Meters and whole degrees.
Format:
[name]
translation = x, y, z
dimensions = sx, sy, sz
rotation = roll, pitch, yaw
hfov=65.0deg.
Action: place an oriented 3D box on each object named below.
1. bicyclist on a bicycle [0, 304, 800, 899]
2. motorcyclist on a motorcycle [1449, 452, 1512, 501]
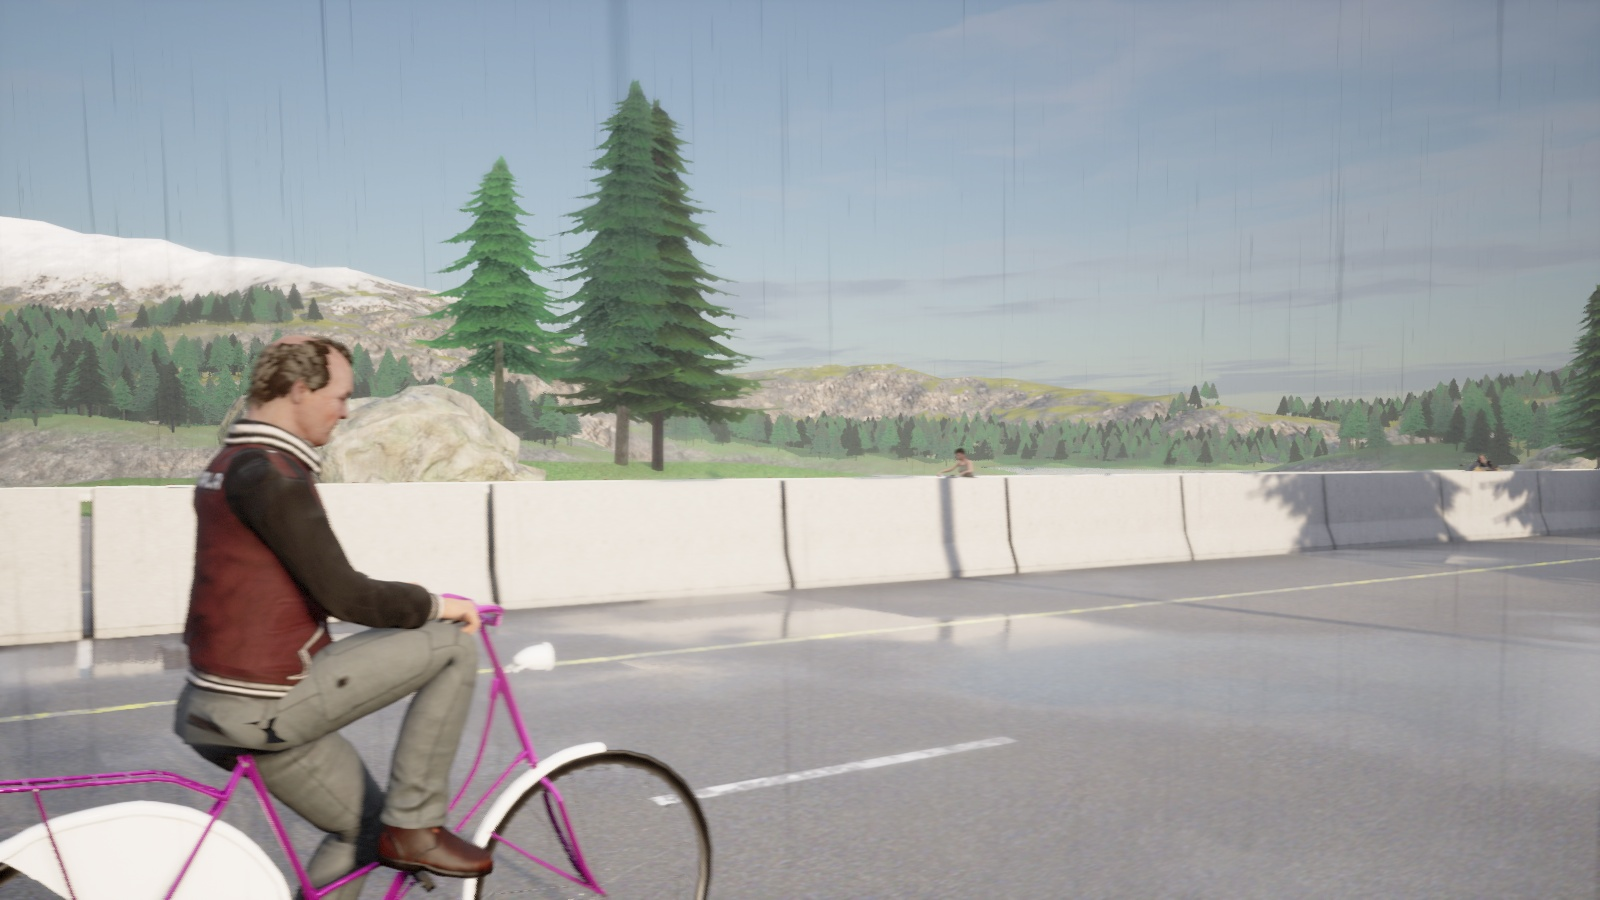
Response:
[bicyclist on a bicycle]
translation = -0.947, 0.625, 3.000
dimensions = 1.843, 1.776, 0.659
rotation = 0, 0, -35
[motorcyclist on a motorcycle]
translation = 21.759, 0.832, 40.121
dimensions = 2.191, 1.530, 0.866
rotation = 1, -1, -35
